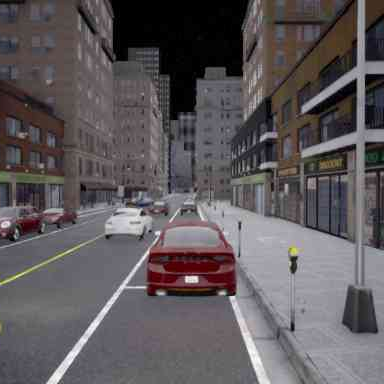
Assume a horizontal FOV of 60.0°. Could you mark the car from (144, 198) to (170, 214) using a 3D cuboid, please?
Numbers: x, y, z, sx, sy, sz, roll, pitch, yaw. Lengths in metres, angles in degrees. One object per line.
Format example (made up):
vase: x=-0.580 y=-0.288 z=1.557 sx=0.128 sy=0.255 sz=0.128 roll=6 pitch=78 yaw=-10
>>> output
car: x=-3.124 y=1.513 z=31.964 sx=1.812 sy=1.442 sz=4.674 roll=0 pitch=0 yaw=0

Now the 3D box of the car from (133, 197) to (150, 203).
car: x=-6.172 y=1.454 z=44.866 sx=1.882 sy=1.535 sz=5.008 roll=0 pitch=0 yaw=1

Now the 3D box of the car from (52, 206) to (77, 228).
car: x=-8.822 y=1.575 z=21.767 sx=1.802 sy=1.307 sz=4.206 roll=-1 pitch=0 yaw=0

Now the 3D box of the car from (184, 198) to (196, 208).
car: x=-0.276 y=1.554 z=49.696 sx=1.802 sy=1.307 sz=4.206 roll=-1 pitch=0 yaw=0

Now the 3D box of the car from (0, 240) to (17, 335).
car: x=-3.146 y=1.455 z=1.710 sx=1.801 sy=1.575 sz=5.366 roll=0 pitch=0 yaw=0

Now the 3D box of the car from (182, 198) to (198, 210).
car: x=-0.277 y=1.543 z=44.111 sx=1.947 sy=1.339 sz=4.313 roll=-1 pitch=0 yaw=0

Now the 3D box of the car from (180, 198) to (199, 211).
car: x=-0.280 y=1.537 z=32.939 sx=2.008 sy=1.369 sz=4.403 roll=-1 pitch=0 yaw=0

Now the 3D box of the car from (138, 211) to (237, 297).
car: x=-0.006 y=1.475 z=8.652 sx=1.882 sy=1.535 sz=5.008 roll=0 pitch=0 yaw=0

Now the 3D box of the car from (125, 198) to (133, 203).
car: x=-8.822 y=1.516 z=49.695 sx=1.887 sy=1.381 sz=4.507 roll=-1 pitch=0 yaw=0

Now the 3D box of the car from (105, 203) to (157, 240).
car: x=-3.125 y=1.521 z=16.959 sx=1.812 sy=1.442 sz=4.674 roll=0 pitch=0 yaw=0

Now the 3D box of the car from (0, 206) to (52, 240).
car: x=-8.823 y=1.435 z=16.181 sx=1.967 sy=1.590 sz=4.097 roll=-1 pitch=0 yaw=0

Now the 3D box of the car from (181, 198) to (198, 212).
car: x=-0.279 y=1.507 z=38.694 sx=1.752 sy=1.417 sz=4.829 roll=-1 pitch=0 yaw=0
